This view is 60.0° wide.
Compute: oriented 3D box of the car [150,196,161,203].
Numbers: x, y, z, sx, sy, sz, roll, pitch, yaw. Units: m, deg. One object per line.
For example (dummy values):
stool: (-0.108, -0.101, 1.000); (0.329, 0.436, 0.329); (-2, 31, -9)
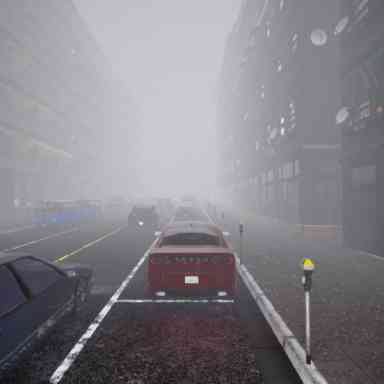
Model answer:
car: (-8.325, 1.725, 76.058); (1.887, 1.381, 4.507); (1, 0, 0)

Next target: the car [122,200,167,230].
car: (-2.922, 1.524, 21.469); (1.837, 1.490, 4.892); (0, 0, 0)

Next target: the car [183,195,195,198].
car: (-0.430, 1.490, 37.286); (1.967, 1.590, 4.097); (1, 0, 0)

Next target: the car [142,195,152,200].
car: (-5.774, 1.578, 46.795); (1.882, 1.535, 5.008); (0, 0, 0)

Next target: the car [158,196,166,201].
car: (-8.328, 1.846, 92.652); (1.802, 1.307, 4.206); (1, 0, 0)

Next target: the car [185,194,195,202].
car: (-0.474, 1.521, 81.536); (2.192, 1.841, 5.009); (1, 0, 0)

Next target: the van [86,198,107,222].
van: (-8.314, 1.368, 26.285); (1.690, 1.788, 3.998); (1, 0, 0)

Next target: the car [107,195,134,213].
car: (-8.315, 1.365, 37.346); (2.192, 1.841, 5.009); (1, 0, 0)

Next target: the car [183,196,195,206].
car: (-0.474, 1.553, 59.411); (1.967, 1.590, 4.097); (1, 0, 0)

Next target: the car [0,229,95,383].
car: (-2.921, 1.550, 4.433); (2.033, 1.411, 5.357); (0, 0, 0)

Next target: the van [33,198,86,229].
van: (-8.313, 1.359, 20.753); (1.690, 1.788, 3.998); (2, 0, 0)

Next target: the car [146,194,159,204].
car: (-8.319, 1.471, 70.528); (2.192, 1.841, 5.009); (1, 0, 0)

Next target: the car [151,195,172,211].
car: (-3.023, 1.403, 37.796); (2.097, 1.767, 4.553); (0, 0, 0)

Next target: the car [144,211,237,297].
car: (-0.006, 1.482, 8.653); (1.882, 1.535, 5.008); (0, 0, 0)

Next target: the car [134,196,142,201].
car: (-8.315, 1.379, 42.875); (2.192, 1.841, 5.009); (1, 0, 0)

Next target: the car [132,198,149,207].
car: (-8.323, 1.660, 53.938); (1.947, 1.339, 4.313); (1, 0, 0)

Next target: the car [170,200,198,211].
car: (-0.438, 1.572, 26.224); (1.887, 1.381, 4.507); (1, 0, 0)

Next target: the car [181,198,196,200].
car: (-0.439, 1.582, 31.754); (1.887, 1.381, 4.507); (1, 0, 0)

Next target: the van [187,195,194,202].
van: (-0.476, 1.575, 87.068); (1.690, 1.788, 3.998); (1, 0, 0)
